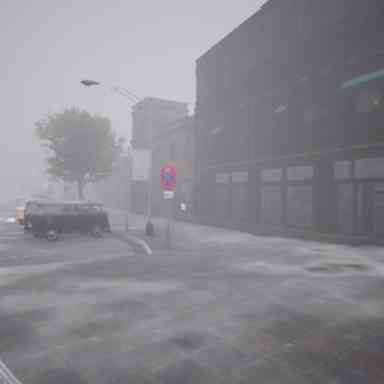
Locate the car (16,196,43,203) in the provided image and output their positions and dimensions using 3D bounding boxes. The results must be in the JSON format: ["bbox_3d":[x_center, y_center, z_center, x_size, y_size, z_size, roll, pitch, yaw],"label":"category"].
[{"bbox_3d":[-34.642,1.627,71.079,2.163,1.488,4.792,1,-1,42],"label":"car"}]

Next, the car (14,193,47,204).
[{"bbox_3d":[-33.249,1.351,68.422,2.435,2.045,5.566,1,-1,42],"label":"car"}]

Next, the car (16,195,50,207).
[{"bbox_3d":[-26.266,1.516,55.156,2.185,1.767,4.553,1,-1,42],"label":"car"}]

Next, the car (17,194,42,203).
[{"bbox_3d":[-36.040,1.467,73.749,2.185,1.767,4.553,0,-1,42],"label":"car"}]

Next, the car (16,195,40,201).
[{"bbox_3d":[-41.591,1.584,84.412,2.097,1.535,5.008,0,-1,42],"label":"car"}]

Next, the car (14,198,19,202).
[{"bbox_3d":[-15.253,1.731,33.742,1.946,1.575,5.366,1,0,42],"label":"car"}]

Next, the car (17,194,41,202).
[{"bbox_3d":[-37.429,1.464,76.409,2.185,1.767,4.553,0,-1,42],"label":"car"}]

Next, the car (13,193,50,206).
[{"bbox_3d":[-29.067,1.371,60.433,2.435,2.045,5.566,1,-1,42],"label":"car"}]

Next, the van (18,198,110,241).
[{"bbox_3d":[-6.570,1.476,18.085,1.878,1.987,4.442,0,-2,42],"label":"van"}]

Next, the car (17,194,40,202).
[{"bbox_3d":[-40.159,1.461,81.772,2.185,1.767,4.553,1,-1,42],"label":"car"}]

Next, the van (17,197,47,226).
[{"bbox_3d":[-7.991,1.502,20.728,1.878,1.987,4.442,0,-2,42],"label":"van"}]

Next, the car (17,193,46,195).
[{"bbox_3d":[-24.876,1.526,52.496,2.185,1.767,4.553,1,0,42],"label":"car"}]

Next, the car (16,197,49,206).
[{"bbox_3d":[-27.687,1.671,57.795,2.002,1.452,4.674,1,-1,42],"label":"car"}]

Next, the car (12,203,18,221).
[{"bbox_3d":[-9.480,1.751,23.272,2.097,1.535,5.008,1,-1,42],"label":"car"}]
